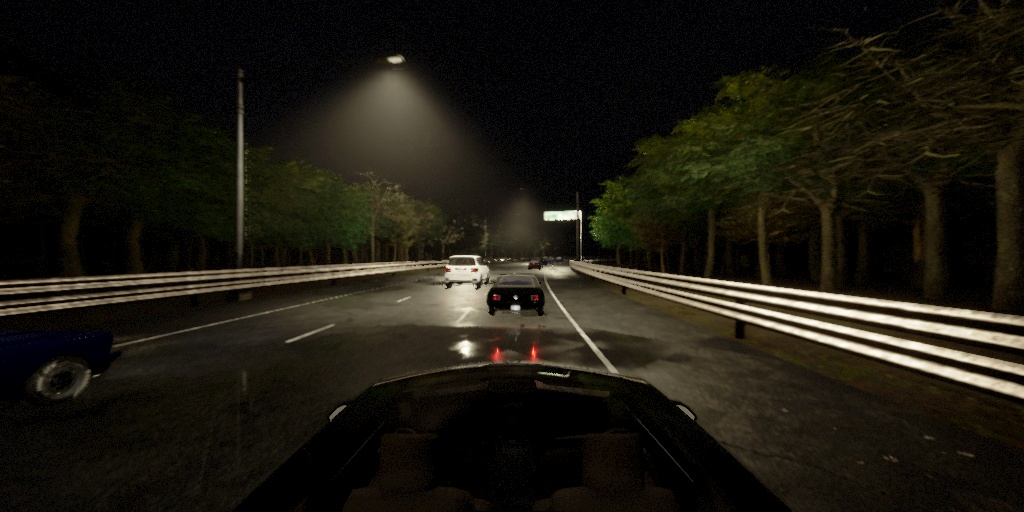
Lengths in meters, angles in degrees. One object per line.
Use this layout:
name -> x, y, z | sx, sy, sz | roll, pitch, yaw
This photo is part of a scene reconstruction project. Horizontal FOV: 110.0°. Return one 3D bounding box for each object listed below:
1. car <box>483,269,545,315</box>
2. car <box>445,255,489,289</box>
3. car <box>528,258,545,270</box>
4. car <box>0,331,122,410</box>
car -> 0.193, 1.356, 13.644 | 1.895, 1.301, 4.718 | 0, 0, 2
car -> -2.797, 0.973, 23.203 | 2.150, 2.045, 5.566 | 0, 0, 3
car -> 3.474, 1.289, 53.767 | 2.033, 1.411, 5.357 | 0, 0, 8
car -> -6.888, 1.336, 3.266 | 1.895, 1.301, 4.718 | 0, 0, 0
